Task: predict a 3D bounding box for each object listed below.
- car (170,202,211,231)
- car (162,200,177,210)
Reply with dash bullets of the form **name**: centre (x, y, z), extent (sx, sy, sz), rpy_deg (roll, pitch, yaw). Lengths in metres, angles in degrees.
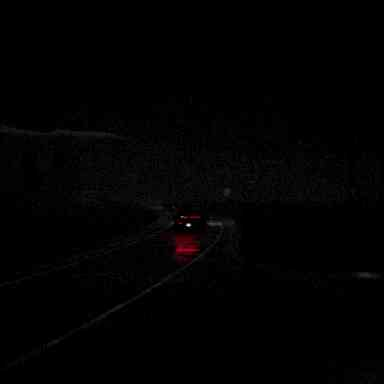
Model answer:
- **car**: centre (0.063, 1.563, 20.878), extent (1.837, 1.490, 4.892), rpy_deg (1, 0, 6)
- **car**: centre (-2.916, 1.713, 45.548), extent (1.895, 1.301, 4.718), rpy_deg (0, 0, -13)
